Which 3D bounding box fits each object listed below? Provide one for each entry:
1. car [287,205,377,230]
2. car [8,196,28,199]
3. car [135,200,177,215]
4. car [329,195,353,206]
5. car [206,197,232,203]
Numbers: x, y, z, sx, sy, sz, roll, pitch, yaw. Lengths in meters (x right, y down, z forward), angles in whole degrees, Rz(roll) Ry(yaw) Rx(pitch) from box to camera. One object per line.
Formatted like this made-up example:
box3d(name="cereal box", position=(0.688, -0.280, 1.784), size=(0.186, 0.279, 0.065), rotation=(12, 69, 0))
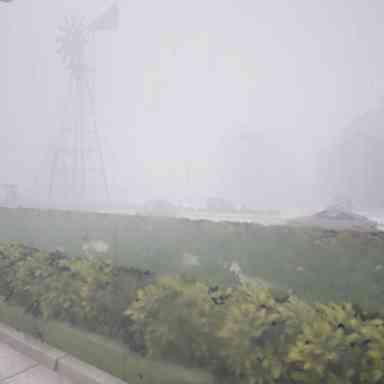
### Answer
box3d(name="car", position=(6.667, 1.537, 16.174), size=(4.181, 1.385, 1.994), rotation=(1, 0, 36))
box3d(name="car", position=(-25.060, 1.210, 47.632), size=(2.033, 1.411, 5.357), rotation=(1, 0, 36))
box3d(name="car", position=(-3.085, 1.386, 28.969), size=(1.784, 1.438, 3.905), rotation=(0, 0, 35))
box3d(name="car", position=(14.697, 1.265, 32.883), size=(1.905, 1.878, 3.866), rotation=(0, 0, 35))
box3d(name="car", position=(3.342, 1.362, 40.177), size=(1.816, 1.474, 4.193), rotation=(0, 0, 35))
